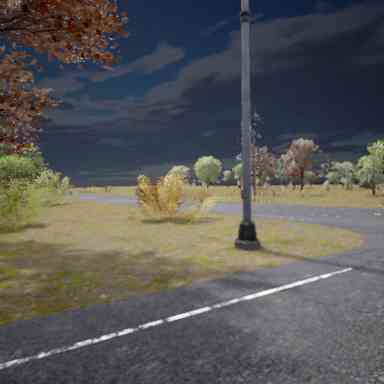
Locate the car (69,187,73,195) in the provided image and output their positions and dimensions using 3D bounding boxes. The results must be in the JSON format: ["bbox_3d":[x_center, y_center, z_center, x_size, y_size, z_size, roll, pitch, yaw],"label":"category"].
[{"bbox_3d":[-31.978,-0.144,85.485,2.150,2.045,5.566,-2,2,-28],"label":"car"}]
